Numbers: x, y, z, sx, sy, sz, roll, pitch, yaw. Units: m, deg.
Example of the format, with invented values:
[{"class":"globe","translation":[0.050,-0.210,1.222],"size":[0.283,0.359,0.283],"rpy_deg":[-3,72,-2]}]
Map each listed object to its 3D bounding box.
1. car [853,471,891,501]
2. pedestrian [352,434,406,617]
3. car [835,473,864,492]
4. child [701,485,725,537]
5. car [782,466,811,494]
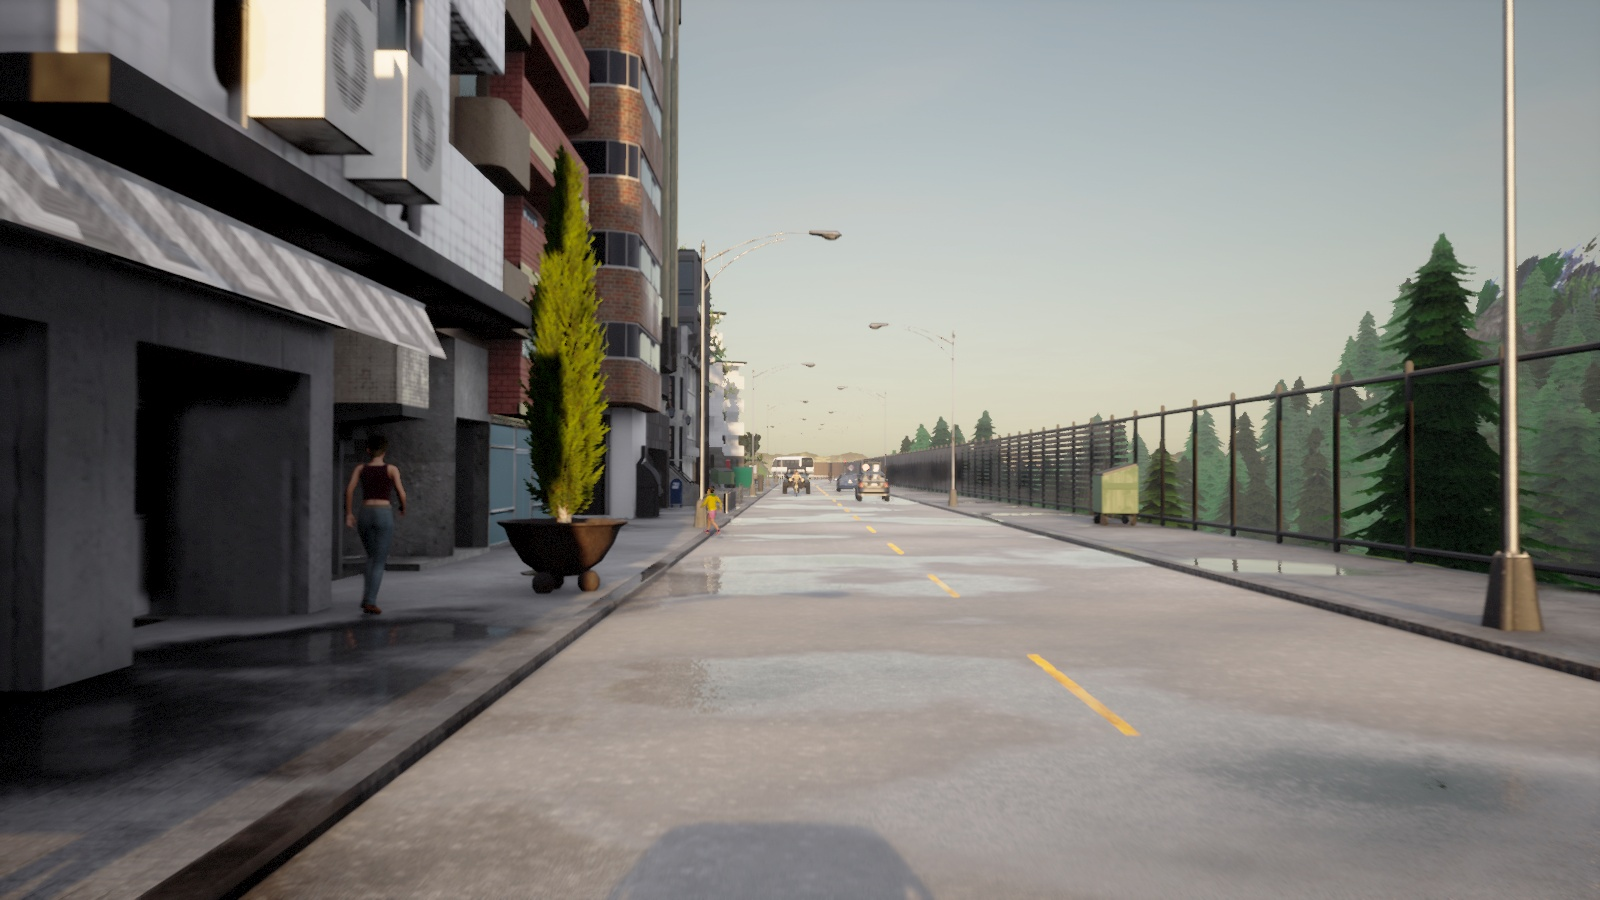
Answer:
[{"class":"car","translation":[3.827,1.897,66.861],"size":[1.789,1.549,3.705],"rpy_deg":[0,-1,0]},{"class":"pedestrian","translation":[-4.324,0.758,12.911],"size":[0.345,1.836,0.594],"rpy_deg":[0,-1,0]},{"class":"car","translation":[3.752,2.463,96.510],"size":[2.033,1.411,5.357],"rpy_deg":[0,-1,0]},{"class":"child","translation":[-1.983,1.393,28.714],"size":[0.473,1.160,0.299],"rpy_deg":[-1,-1,43]},{"class":"car","translation":[-0.219,2.041,85.392],"size":[1.905,1.878,3.866],"rpy_deg":[0,-1,0]}]
